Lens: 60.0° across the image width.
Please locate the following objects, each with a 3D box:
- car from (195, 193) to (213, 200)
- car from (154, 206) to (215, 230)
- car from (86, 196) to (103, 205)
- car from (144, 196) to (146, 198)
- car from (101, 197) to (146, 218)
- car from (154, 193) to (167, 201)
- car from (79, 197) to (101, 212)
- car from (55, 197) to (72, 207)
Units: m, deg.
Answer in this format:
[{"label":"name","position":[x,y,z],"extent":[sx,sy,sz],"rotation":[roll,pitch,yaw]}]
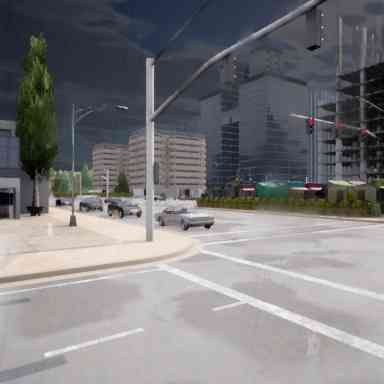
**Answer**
[{"label":"car","position":[3.221,1.156,62.389],"extent":[3.866,1.878,1.905],"rotation":[0,0,-34]},{"label":"car","position":[-0.563,1.601,21.138],"extent":[1.895,1.301,4.718],"rotation":[0,0,-33]},{"label":"car","position":[-18.306,1.564,62.201],"extent":[1.994,1.385,4.181],"rotation":[0,0,-33]},{"label":"car","position":[-9.389,1.153,81.045],"extent":[4.605,1.855,1.932],"rotation":[0,0,-34]},{"label":"car","position":[-6.099,1.492,29.787],"extent":[2.128,1.511,4.902],"rotation":[0,0,-33]},{"label":"car","position":[-7.811,1.156,78.618],"extent":[3.866,1.878,1.905],"rotation":[0,0,-34]},{"label":"car","position":[-11.743,1.505,38.618],"extent":[1.837,1.490,4.892],"rotation":[0,0,-33]},{"label":"car","position":[-19.755,1.493,51.285],"extent":[2.128,1.511,4.902],"rotation":[0,0,-32]}]
